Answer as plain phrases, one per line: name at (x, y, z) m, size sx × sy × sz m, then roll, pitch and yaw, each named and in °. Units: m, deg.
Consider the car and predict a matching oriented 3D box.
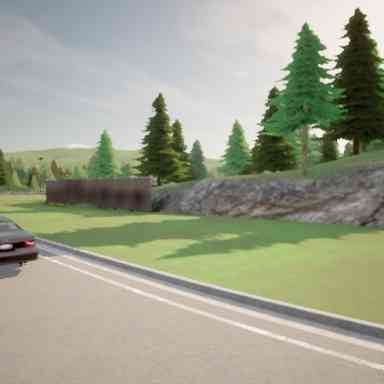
car at (-6.514, 1.404, 10.210) m, size 5.357 × 1.411 × 2.033 m, roll 1°, pitch 1°, yaw 45°
